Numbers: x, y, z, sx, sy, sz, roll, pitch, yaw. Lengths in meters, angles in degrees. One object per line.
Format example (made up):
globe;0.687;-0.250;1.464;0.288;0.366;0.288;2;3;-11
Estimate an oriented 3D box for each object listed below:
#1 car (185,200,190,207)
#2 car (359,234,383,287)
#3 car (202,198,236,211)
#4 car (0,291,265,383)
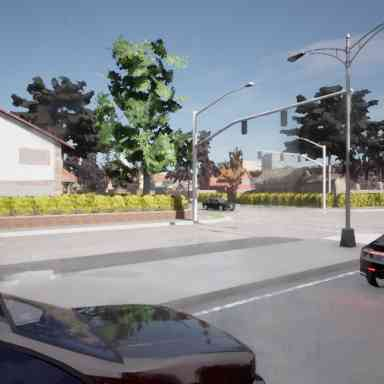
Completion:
car;-2.194;1.352;47.502;2.097;1.767;4.553;0;0;-36
car;5.998;1.492;8.063;4.902;1.511;2.128;0;0;-35
car;3.196;1.505;40.086;1.837;1.490;4.892;0;0;-36
car;-1.921;1.547;2.379;5.357;1.411;2.033;0;0;-35
